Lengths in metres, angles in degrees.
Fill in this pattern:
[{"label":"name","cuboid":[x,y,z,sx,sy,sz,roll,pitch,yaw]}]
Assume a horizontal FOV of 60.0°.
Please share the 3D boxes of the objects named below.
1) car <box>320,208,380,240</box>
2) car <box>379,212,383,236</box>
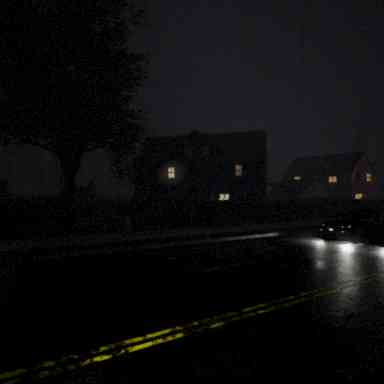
[{"label":"car","cuboid":[8.923,1.660,18.034,4.892,1.490,1.837,1,0,-35]},{"label":"car","cuboid":[10.878,1.682,15.437,4.674,1.442,1.812,1,0,-36]}]
